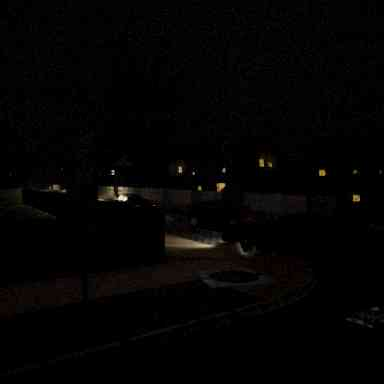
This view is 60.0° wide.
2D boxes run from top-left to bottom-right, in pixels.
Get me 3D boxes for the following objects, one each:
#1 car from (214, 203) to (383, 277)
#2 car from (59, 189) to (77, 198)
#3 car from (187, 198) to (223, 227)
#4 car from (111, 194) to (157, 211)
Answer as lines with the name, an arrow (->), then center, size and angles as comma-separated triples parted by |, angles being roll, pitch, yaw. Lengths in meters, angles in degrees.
car -> 3.541, 1.371, 10.095 | 5.357, 1.411, 2.033 | 7, 6, 38
car -> -14.991, 0.311, 40.981 | 2.033, 1.411, 5.357 | 0, 2, -34
car -> 1.719, 1.123, 16.992 | 1.882, 1.535, 5.008 | 0, 2, -36
car -> -4.755, 0.851, 26.210 | 2.033, 1.411, 5.357 | 0, 2, -35
